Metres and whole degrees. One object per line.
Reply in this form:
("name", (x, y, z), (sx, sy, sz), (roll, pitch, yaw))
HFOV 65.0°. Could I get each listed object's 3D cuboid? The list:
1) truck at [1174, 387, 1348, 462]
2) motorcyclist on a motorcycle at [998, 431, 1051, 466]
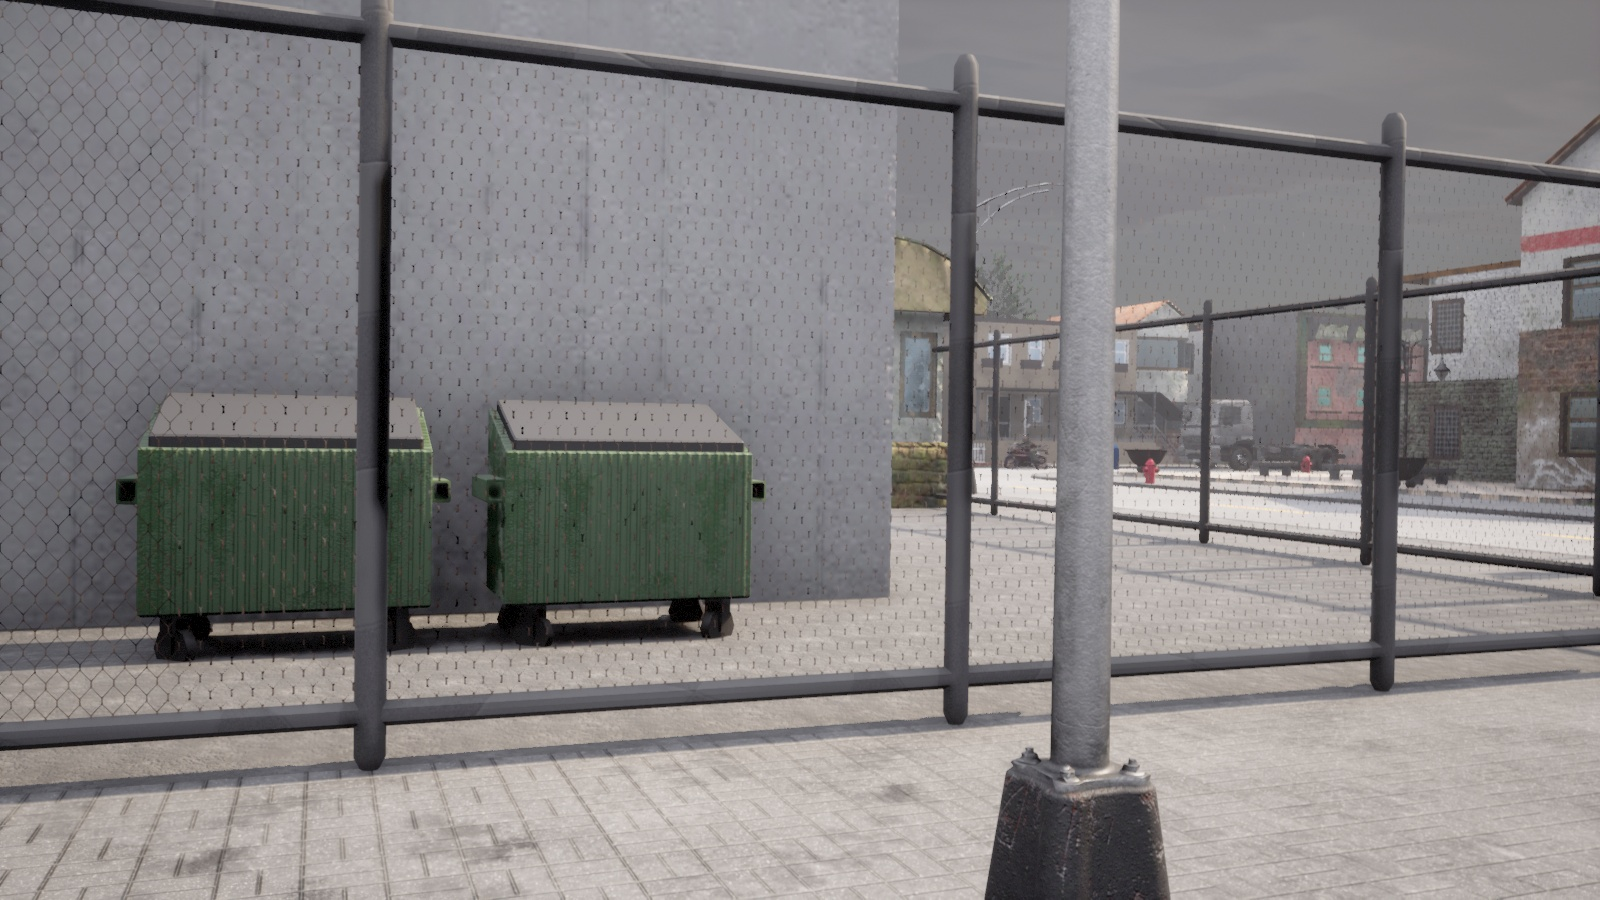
("truck", (22.289, -1.237, 60.739), (7.936, 3.462, 2.891), (-1, 1, -21))
("motorcyclist on a motorcycle", (10.032, -0.065, 56.085), (2.191, 1.530, 0.866), (-1, 1, -21))
